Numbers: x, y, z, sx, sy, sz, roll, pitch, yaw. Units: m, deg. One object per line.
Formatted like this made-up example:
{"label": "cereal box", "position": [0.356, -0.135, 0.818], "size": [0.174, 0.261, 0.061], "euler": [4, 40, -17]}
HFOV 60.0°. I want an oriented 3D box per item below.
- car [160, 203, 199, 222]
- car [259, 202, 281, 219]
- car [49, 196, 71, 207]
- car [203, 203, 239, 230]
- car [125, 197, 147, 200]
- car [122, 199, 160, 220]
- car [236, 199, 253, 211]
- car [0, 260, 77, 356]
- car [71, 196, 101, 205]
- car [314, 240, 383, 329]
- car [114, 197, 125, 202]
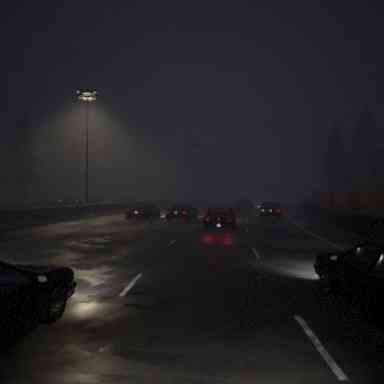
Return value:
{"label": "car", "position": [-0.710, 1.564, 27.004], "size": [2.033, 1.411, 5.357], "euler": [0, 0, 11]}
{"label": "car", "position": [7.005, 1.581, 29.813], "size": [2.033, 1.411, 5.357], "euler": [0, 0, 12]}
{"label": "car", "position": [-19.877, 1.349, 51.541], "size": [2.097, 1.767, 4.553], "euler": [0, 0, 18]}
{"label": "car", "position": [1.881, 1.619, 21.318], "size": [1.895, 1.301, 4.718], "euler": [0, 0, 8]}
{"label": "car", "position": [-8.292, 1.621, 53.200], "size": [1.895, 1.301, 4.718], "euler": [0, 0, 20]}
{"label": "car", "position": [-3.997, 1.575, 28.108], "size": [1.994, 1.385, 4.181], "euler": [0, 0, 11]}
{"label": "car", "position": [6.482, 1.588, 41.582], "size": [2.033, 1.411, 5.357], "euler": [0, 0, 17]}
{"label": "car", "position": [-3.270, 1.544, 4.121], "size": [2.033, 1.411, 5.357], "euler": [0, 0, 2]}
{"label": "car", "position": [-16.114, 1.355, 51.820], "size": [2.097, 1.767, 4.553], "euler": [0, 0, 18]}
{"label": "car", "position": [3.792, 1.559, 5.734], "size": [2.033, 1.411, 5.357], "euler": [0, 0, 3]}
{"label": "car", "position": [-11.208, 1.507, 55.395], "size": [2.128, 1.511, 4.902], "euler": [0, 0, 20]}
